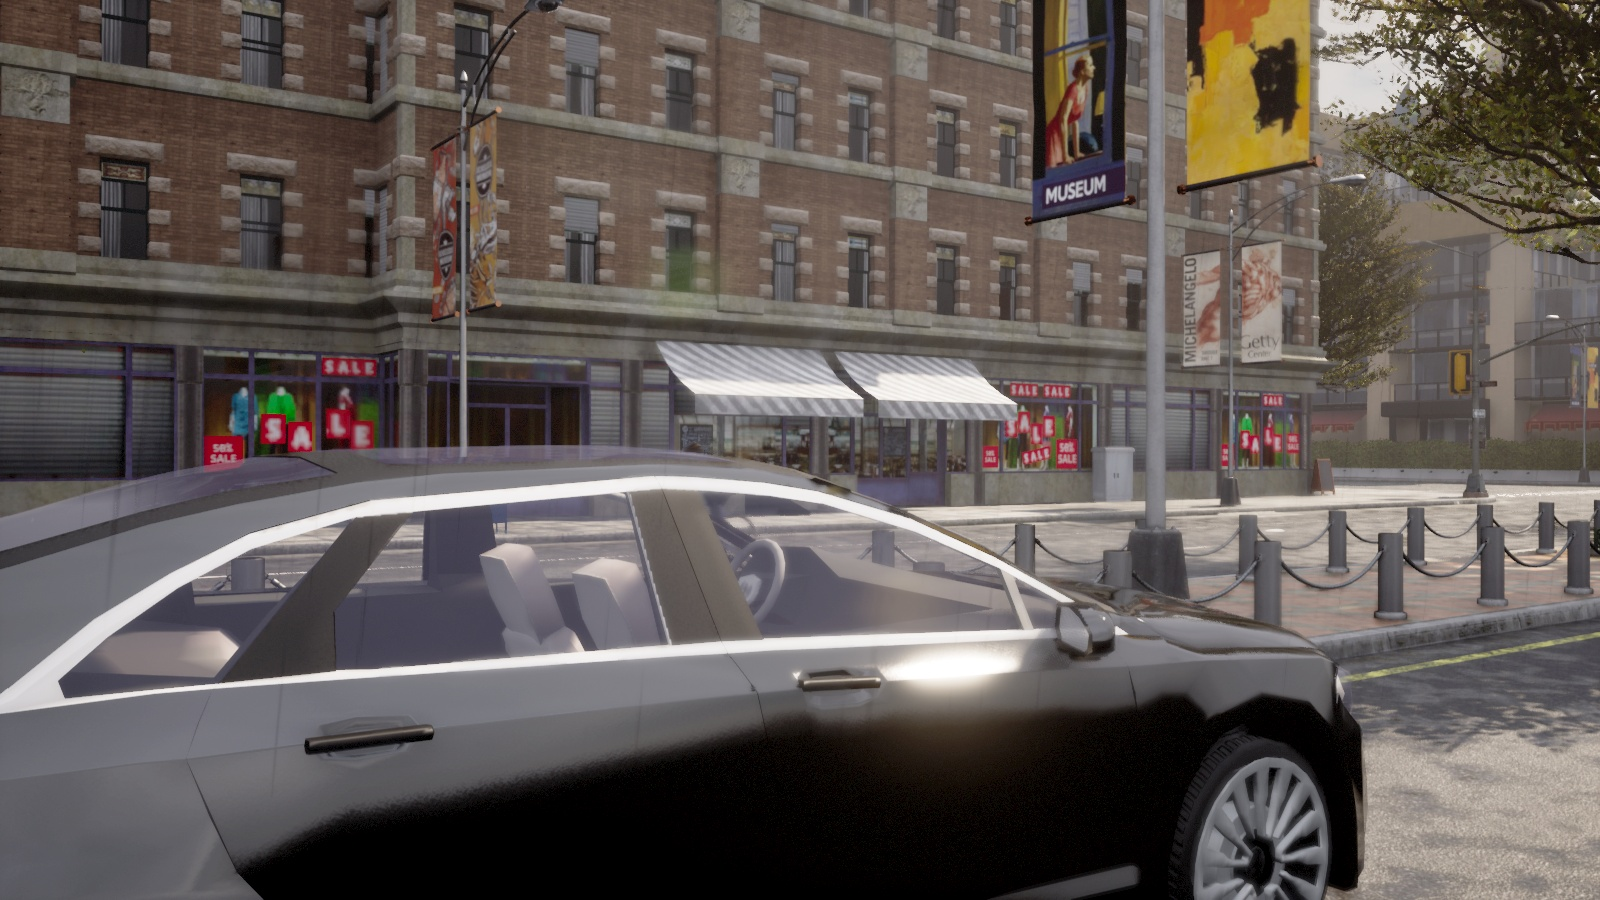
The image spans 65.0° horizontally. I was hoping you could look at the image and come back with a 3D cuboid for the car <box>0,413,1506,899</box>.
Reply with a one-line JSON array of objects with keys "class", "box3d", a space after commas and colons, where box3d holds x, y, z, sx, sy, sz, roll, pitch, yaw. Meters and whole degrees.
[{"class": "car", "box3d": [-0.444, 0.710, 3.351, 4.902, 1.511, 2.128, 0, 0, -35]}]
